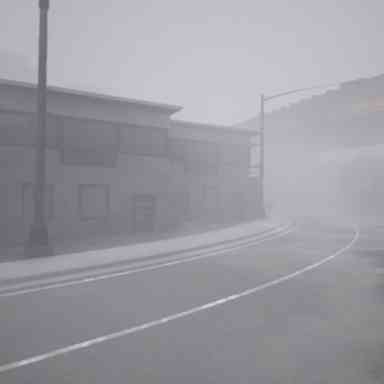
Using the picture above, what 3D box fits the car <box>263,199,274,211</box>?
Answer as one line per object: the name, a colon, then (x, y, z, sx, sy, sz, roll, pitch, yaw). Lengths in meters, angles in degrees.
car: (11.299, 2.173, 55.424, 2.150, 2.045, 5.566, 1, -2, -24)
